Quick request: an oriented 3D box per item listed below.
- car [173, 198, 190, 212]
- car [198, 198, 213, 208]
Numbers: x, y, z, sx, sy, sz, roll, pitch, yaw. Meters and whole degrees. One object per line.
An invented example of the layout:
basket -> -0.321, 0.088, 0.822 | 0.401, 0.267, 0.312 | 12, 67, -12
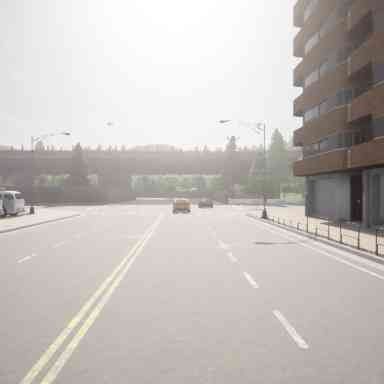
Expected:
car -> -1.239, 1.478, 38.938 | 1.882, 1.535, 5.008 | 0, 0, -2
car -> 1.923, 1.537, 48.379 | 1.994, 1.385, 4.181 | 0, 0, -2
